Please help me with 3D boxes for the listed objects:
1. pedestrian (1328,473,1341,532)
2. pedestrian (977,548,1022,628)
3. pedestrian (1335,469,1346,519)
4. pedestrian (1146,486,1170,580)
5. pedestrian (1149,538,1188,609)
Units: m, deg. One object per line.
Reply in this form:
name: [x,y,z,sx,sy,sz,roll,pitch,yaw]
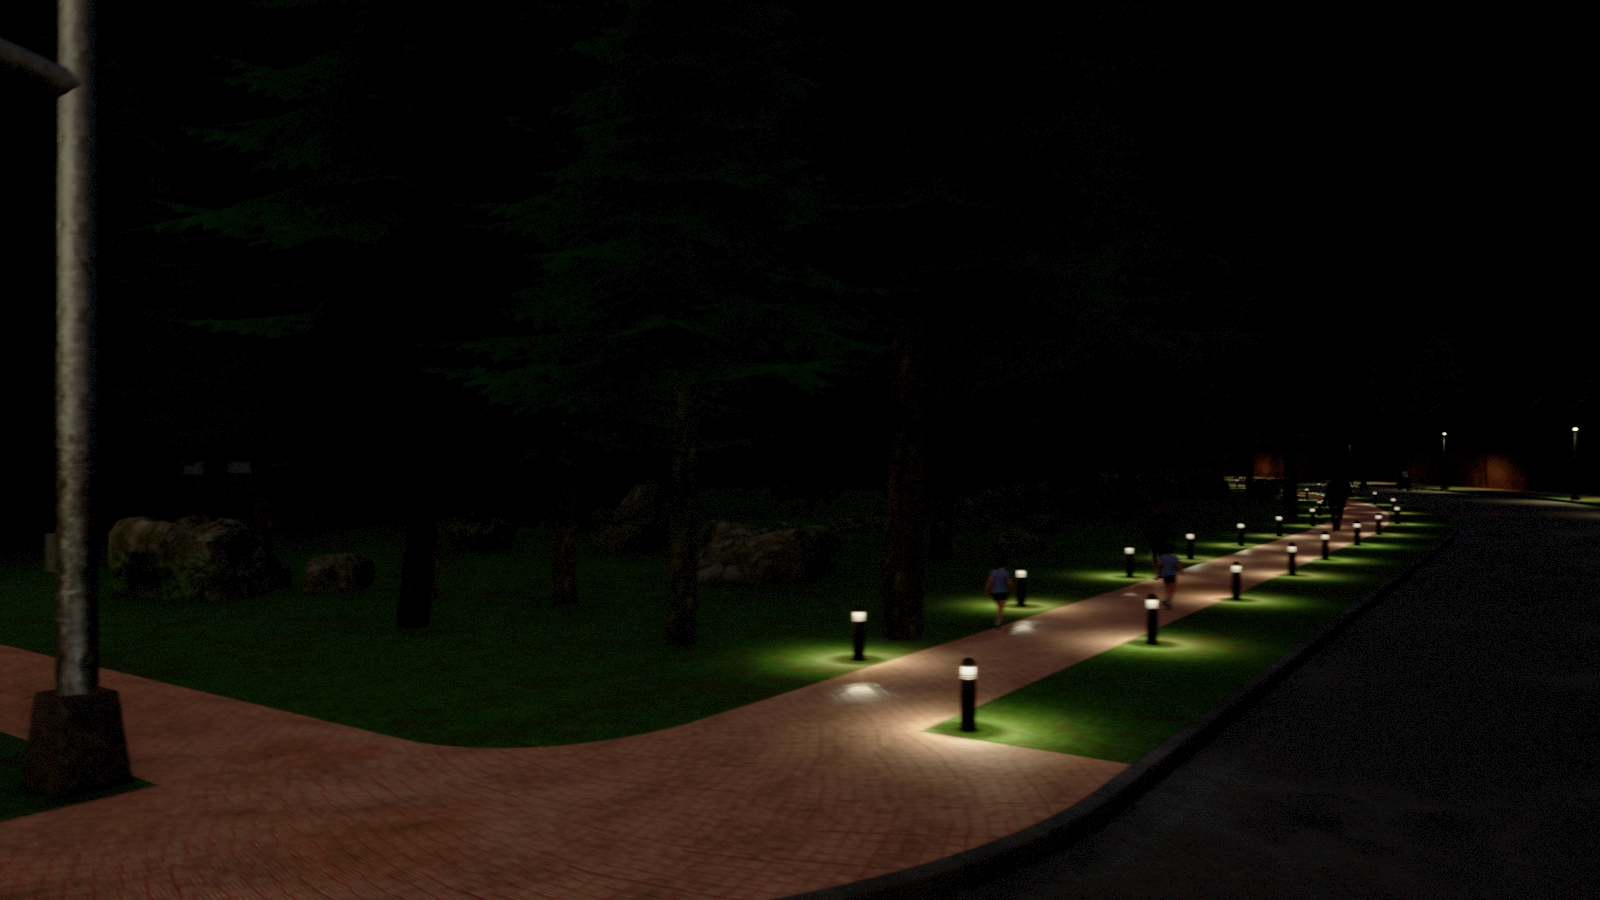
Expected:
pedestrian: [17.088,1.662,36.532,0.375,1.860,0.375,0,0,27]
pedestrian: [2.953,2.036,16.900,0.500,1.100,0.500,0,0,30]
pedestrian: [20.454,1.659,43.226,0.375,1.860,0.375,0,0,26]
pedestrian: [7.187,1.656,22.940,0.375,1.860,0.375,0,0,34]
pedestrian: [6.110,2.039,18.949,0.500,1.100,0.500,0,0,34]
